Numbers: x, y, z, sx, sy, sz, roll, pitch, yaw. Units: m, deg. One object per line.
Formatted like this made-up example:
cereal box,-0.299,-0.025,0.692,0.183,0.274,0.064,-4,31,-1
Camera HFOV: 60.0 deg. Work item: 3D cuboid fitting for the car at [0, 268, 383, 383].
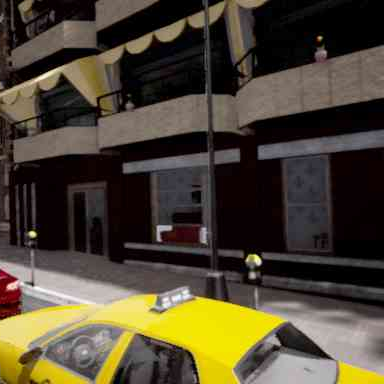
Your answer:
car,-0.383,1.548,3.019,4.829,1.417,1.752,-1,-2,36
